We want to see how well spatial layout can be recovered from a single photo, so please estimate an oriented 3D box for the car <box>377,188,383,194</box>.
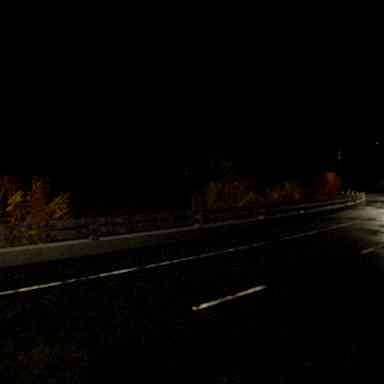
[{"bbox_3d":[45.357,-0.270,78.307,1.994,1.385,4.181,-1,1,4],"label":"car"}]
